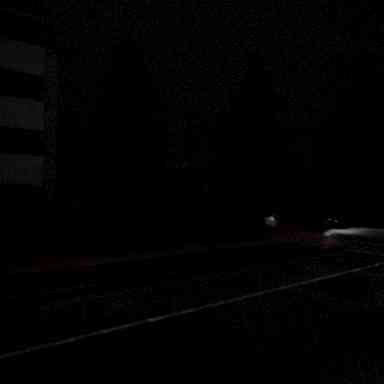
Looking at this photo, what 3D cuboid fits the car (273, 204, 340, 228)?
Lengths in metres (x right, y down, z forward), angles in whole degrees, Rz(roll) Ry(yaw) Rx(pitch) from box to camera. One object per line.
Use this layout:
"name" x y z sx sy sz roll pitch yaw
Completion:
"car" 8.130 1.676 23.985 1.837 1.490 4.892 1 0 -36

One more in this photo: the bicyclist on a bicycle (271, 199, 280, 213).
"bicyclist on a bicycle" 9.457 1.557 37.483 1.656 1.620 0.582 0 0 -36
